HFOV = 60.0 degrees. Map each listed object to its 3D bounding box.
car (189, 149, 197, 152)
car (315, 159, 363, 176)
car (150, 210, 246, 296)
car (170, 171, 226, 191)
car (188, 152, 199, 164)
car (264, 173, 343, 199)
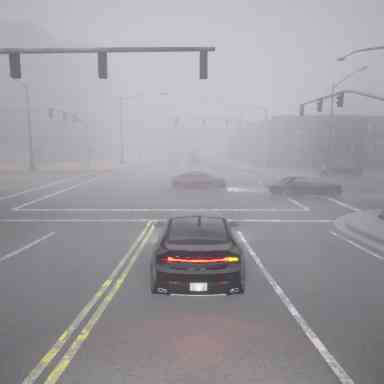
[{"bbox_3d":[0.267,-9.668,82.182,2.150,2.045,5.566,0,8,0],"label":"car"},{"bbox_3d":[15.669,-2.653,35.541,4.553,1.767,2.097,0,8,0],"label":"car"},{"bbox_3d":[0.116,1.200,8.059,1.837,1.490,4.892,0,4,0],"label":"car"},{"bbox_3d":[0.468,-0.885,25.083,4.181,1.385,1.994,0,8,0],"label":"car"},{"bbox_3d":[0.285,-5.481,56.060,2.033,1.411,5.357,0,8,0],"label":"car"},{"bbox_3d":[7.184,-0.334,21.581,4.718,1.301,1.895,0,8,0],"label":"car"}]
